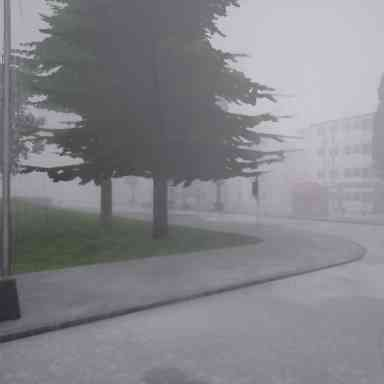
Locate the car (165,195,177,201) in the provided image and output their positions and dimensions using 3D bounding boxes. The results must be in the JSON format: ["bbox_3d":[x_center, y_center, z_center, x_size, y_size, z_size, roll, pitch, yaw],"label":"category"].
[{"bbox_3d":[-5.507,1.568,86.510,1.845,1.501,3.633,0,0,-24],"label":"car"}]

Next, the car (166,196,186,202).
[{"bbox_3d":[-4.157,1.811,84.037,4.974,1.542,2.038,0,0,-6],"label":"car"}]

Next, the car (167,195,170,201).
[{"bbox_3d":[-4.208,1.653,84.032,4.536,1.218,1.853,0,0,-6],"label":"car"}]
